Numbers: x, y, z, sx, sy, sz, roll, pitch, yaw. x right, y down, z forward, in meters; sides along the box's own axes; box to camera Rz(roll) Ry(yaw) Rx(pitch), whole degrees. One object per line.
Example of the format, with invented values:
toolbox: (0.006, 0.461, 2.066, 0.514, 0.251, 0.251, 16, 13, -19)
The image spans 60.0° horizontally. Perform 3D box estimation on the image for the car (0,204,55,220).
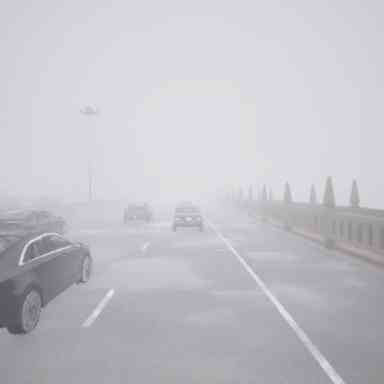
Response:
car: (-7.132, 1.507, 14.797, 1.837, 1.490, 4.892, 0, 0, -1)

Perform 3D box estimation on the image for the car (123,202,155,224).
car: (-3.889, 1.493, 24.820, 2.128, 1.511, 4.902, 0, 0, -2)

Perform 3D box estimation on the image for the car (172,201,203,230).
car: (-0.279, 1.548, 20.898, 2.033, 1.411, 5.357, 0, 0, -2)

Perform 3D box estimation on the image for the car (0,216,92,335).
car: (-3.470, 1.493, 6.679, 2.128, 1.511, 4.902, 0, 0, -1)

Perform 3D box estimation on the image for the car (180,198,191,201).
car: (-0.866, 1.527, 42.386, 1.812, 1.442, 4.674, 0, 0, -2)

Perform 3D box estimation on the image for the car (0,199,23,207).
car: (-21.926, 1.554, 39.414, 2.033, 1.411, 5.357, 0, 0, -1)

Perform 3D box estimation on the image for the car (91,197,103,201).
car: (-15.281, 1.573, 53.576, 1.994, 1.385, 4.181, 0, 0, -1)

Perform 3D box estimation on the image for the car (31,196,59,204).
car: (-18.500, 1.357, 42.031, 2.097, 1.767, 4.553, 0, 0, -1)
